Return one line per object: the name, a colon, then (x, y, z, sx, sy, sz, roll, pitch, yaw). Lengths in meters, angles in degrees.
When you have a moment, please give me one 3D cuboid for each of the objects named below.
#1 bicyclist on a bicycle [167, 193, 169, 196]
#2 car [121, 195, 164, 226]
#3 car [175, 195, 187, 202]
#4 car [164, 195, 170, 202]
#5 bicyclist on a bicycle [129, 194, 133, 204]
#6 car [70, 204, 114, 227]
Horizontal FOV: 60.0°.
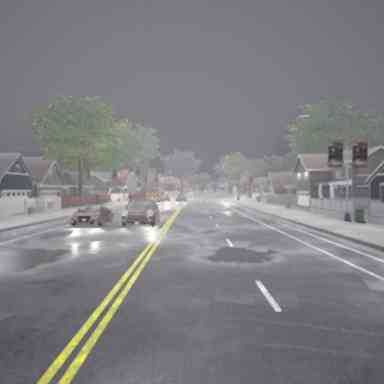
bicyclist on a bicycle: (-5.964, 0.920, 82.191, 0.659, 1.776, 1.843, 0, 0, 6)
car: (-3.334, 1.280, 22.340, 2.097, 1.767, 4.553, 0, 0, 0)
car: (-2.038, 1.262, 64.284, 1.994, 1.385, 4.181, 0, 0, 4)
car: (-5.340, 1.261, 63.715, 1.994, 1.385, 4.181, 0, 0, 4)
bicyclist on a bicycle: (-8.443, 1.175, 45.886, 0.659, 1.776, 1.843, 0, 0, 2)
car: (-6.584, 1.492, 22.257, 1.994, 1.385, 4.181, 0, 0, 0)
